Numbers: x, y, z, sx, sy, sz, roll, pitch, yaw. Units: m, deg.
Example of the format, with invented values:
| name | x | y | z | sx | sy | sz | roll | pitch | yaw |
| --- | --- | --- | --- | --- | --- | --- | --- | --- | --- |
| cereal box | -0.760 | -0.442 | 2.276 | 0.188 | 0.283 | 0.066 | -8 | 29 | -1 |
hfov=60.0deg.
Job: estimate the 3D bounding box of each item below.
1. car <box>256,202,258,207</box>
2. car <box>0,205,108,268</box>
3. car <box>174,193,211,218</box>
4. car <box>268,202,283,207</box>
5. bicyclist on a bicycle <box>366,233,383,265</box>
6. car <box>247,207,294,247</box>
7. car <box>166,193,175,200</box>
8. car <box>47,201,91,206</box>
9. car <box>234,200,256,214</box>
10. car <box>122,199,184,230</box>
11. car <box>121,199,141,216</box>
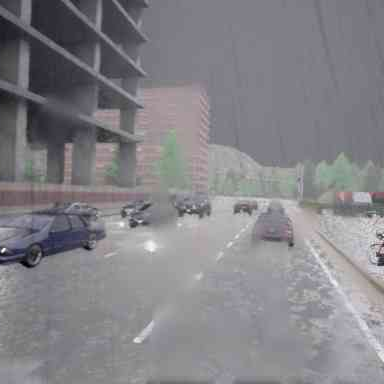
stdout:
| name | x | y | z | sx | sy | sz | roll | pitch | yaw |
| --- | --- | --- | --- | --- | --- | --- | --- | --- | --- |
| car | 8.693 | 1.889 | 48.944 | 2.128 | 1.511 | 4.902 | 2 | 0 | 14 |
| car | -4.770 | 1.366 | 10.980 | 2.033 | 1.411 | 5.357 | 2 | 0 | 14 |
| car | 0.383 | 1.267 | 31.128 | 2.150 | 2.045 | 5.566 | 2 | 0 | 14 |
| car | 10.688 | 2.034 | 42.609 | 1.994 | 1.385 | 4.181 | 2 | 0 | 14 |
| bicyclist on a bicycle | 6.466 | 1.570 | 10.589 | 1.656 | 1.620 | 0.582 | 2 | 0 | 14 |
| car | 4.015 | 1.722 | 16.388 | 2.033 | 1.411 | 5.357 | 2 | 0 | 14 |
| car | -1.513 | 1.198 | 37.750 | 2.150 | 2.045 | 5.566 | 2 | 0 | 14 |
| car | -6.703 | 1.239 | 17.561 | 2.128 | 1.511 | 4.902 | 2 | 0 | 14 |
| car | 5.936 | 1.780 | 38.096 | 1.837 | 1.490 | 4.892 | 2 | 0 | 14 |
| car | -2.278 | 1.433 | 20.771 | 1.837 | 1.490 | 4.892 | 2 | 0 | 14 |
| car | -4.167 | 1.351 | 27.510 | 2.128 | 1.511 | 4.902 | 2 | 0 | 14 |
